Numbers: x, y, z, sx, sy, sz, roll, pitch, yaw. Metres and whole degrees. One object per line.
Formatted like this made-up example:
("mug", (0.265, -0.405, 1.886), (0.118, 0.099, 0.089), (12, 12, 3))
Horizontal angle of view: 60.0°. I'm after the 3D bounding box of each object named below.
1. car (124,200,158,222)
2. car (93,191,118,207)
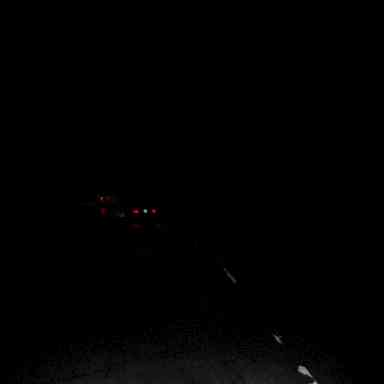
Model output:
("car", (-3.782, 1.265, 24.050), (2.033, 1.411, 5.357), (-1, 1, -17))
("car", (-10.385, 0.712, 39.558), (2.097, 1.767, 4.553), (-1, 2, -27))
